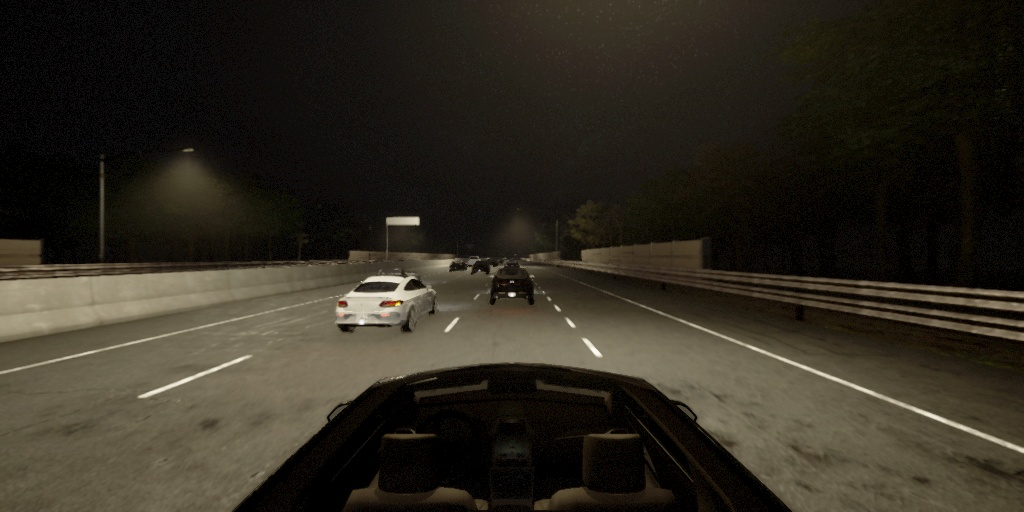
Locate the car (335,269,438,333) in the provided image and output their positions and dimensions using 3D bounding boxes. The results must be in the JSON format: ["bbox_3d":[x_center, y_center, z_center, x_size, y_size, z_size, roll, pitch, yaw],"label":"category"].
[{"bbox_3d":[-3.498,1.286,10.661,1.812,1.442,4.674,0,0,0],"label":"car"}]

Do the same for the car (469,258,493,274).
[{"bbox_3d":[-3.500,1.307,41.254,1.837,1.490,4.892,0,0,0],"label":"car"}]

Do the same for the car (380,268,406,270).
[{"bbox_3d":[-7.001,1.374,21.746,1.895,1.301,4.718,0,0,0],"label":"car"}]

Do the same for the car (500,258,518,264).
[{"bbox_3d":[-0.001,1.294,42.083,2.128,1.511,4.902,0,0,0],"label":"car"}]

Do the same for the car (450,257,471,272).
[{"bbox_3d":[-7.000,1.302,47.230,2.128,1.511,4.902,0,0,0],"label":"car"}]

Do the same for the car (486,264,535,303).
[{"bbox_3d":[0.000,1.273,16.592,1.837,1.490,4.892,0,0,0],"label":"car"}]
